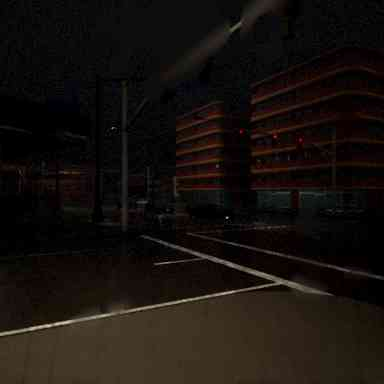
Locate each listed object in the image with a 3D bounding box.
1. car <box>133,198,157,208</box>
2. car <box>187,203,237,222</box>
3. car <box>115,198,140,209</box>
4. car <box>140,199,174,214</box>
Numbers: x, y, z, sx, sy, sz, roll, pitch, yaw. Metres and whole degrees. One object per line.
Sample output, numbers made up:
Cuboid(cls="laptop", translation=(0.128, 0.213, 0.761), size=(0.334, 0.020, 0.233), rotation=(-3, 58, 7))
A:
Cuboid(cls="car", translation=(-6.890, 1.601, 48.291), size=(1.895, 1.301, 4.718), rotation=(0, 0, -31))
Cuboid(cls="car", translation=(1.513, 1.601, 26.797), size=(1.895, 1.301, 4.718), rotation=(0, 0, -31))
Cuboid(cls="car", translation=(-8.735, 1.505, 44.152), size=(1.837, 1.490, 4.892), rotation=(0, 0, -31))
Cuboid(cls="car", translation=(-3.591, 1.526, 35.435), size=(1.812, 1.442, 4.674), rotation=(0, 0, -30))
